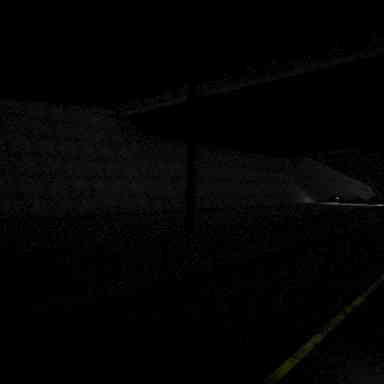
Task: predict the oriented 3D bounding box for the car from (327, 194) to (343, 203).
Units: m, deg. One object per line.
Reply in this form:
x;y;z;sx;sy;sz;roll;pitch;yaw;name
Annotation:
28.436;1.228;65.721;2.097;1.767;4.553;1;1;41;car

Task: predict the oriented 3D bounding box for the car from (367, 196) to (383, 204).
33.732;1.508;61.149;1.812;1.442;4.674;1;1;41;car

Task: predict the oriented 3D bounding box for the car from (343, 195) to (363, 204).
31.074;1.406;63.424;1.882;1.535;5.008;1;1;41;car
